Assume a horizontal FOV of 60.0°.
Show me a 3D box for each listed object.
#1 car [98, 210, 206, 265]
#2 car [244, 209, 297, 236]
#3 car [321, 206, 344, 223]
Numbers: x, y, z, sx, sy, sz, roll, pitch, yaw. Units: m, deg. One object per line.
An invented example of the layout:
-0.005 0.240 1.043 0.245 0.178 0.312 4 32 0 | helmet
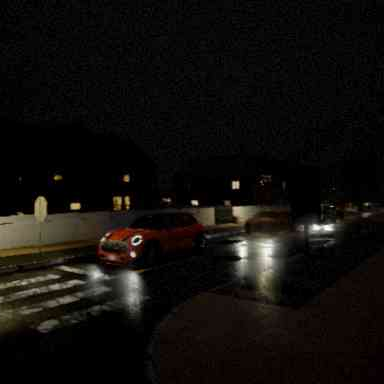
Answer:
-1.382 1.616 12.915 2.097 1.767 4.553 -1 -1 35 | car
5.182 1.891 21.587 1.882 1.535 5.008 -1 -2 38 | car
13.190 2.096 31.953 2.128 1.511 4.902 -1 -2 38 | car
